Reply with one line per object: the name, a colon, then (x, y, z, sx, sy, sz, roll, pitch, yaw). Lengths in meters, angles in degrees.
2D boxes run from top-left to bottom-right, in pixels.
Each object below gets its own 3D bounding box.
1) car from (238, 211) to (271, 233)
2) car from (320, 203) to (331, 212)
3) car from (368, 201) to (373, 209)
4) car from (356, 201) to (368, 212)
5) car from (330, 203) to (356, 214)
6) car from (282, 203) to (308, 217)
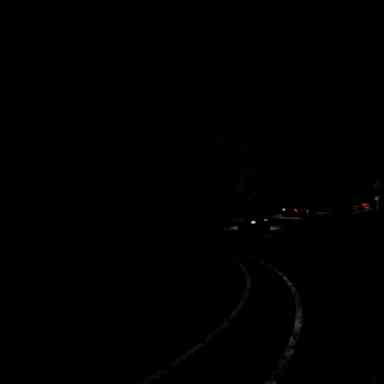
car: (4.284, 2.002, 22.633, 1.994, 1.385, 4.181, 0, -4, 13)
car: (22.907, 2.640, 55.844, 2.128, 1.511, 4.902, -1, -1, 37)
car: (35.029, 2.611, 66.856, 1.882, 1.535, 5.008, -1, -1, 36)
car: (29.055, 2.665, 58.661, 2.128, 1.511, 4.902, -1, -2, 36)
car: (22.767, 2.494, 49.923, 1.882, 1.535, 5.008, -1, -2, 37)
car: (13.215, 2.261, 42.752, 2.097, 1.767, 4.553, -1, -2, 37)
